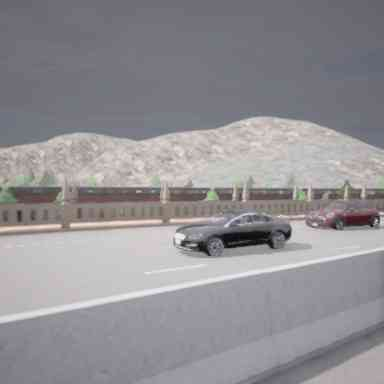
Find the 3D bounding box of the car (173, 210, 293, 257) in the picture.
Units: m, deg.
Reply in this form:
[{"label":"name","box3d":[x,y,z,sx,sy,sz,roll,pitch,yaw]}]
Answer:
[{"label":"car","box3d":[1.658,1.478,12.806,4.902,1.511,2.128,0,0,-29]}]

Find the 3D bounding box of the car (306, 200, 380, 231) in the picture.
[{"label":"car","box3d":[9.306,1.339,20.490,4.553,1.767,2.097,0,0,-23]}]
